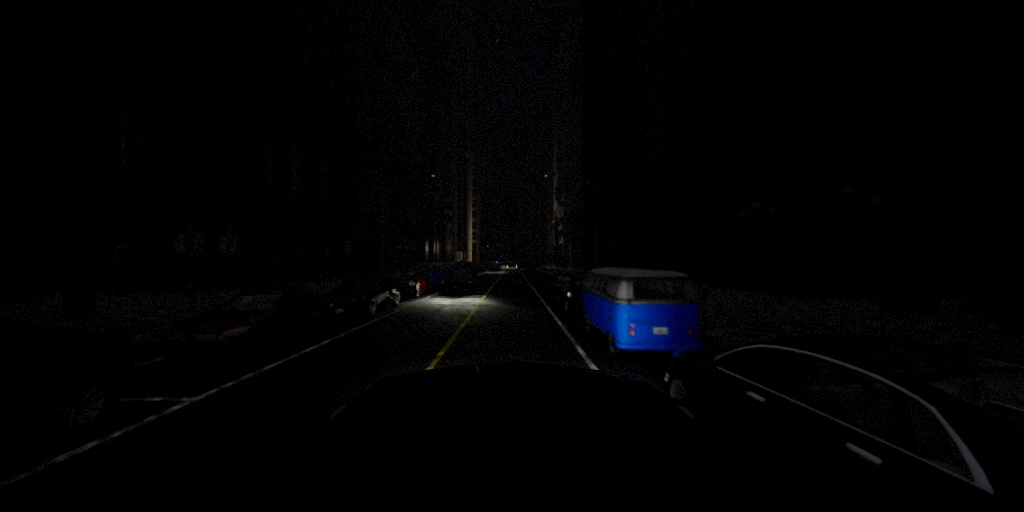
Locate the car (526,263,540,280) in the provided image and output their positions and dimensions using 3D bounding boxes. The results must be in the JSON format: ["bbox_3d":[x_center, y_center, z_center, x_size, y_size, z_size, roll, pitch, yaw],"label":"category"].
[{"bbox_3d":[2.760,1.724,36.678,1.888,1.381,4.507,0,0,0],"label":"car"}]

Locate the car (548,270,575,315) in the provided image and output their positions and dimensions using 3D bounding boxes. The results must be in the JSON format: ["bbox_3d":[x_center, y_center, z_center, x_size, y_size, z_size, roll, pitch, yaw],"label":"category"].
[{"bbox_3d":[2.761,1.450,14.135,2.007,1.370,4.403,0,0,0],"label":"car"}]

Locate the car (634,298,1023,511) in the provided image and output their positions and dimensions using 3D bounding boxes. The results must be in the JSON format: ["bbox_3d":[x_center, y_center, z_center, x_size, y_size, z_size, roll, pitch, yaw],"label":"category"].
[{"bbox_3d":[2.762,1.314,2.863,2.007,1.370,4.403,0,0,0],"label":"car"}]

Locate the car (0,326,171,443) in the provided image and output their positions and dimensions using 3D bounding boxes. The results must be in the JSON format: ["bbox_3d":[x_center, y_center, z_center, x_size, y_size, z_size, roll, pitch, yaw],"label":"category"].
[{"bbox_3d":[-5.763,1.329,2.845,1.948,1.339,4.313,0,0,0],"label":"car"}]

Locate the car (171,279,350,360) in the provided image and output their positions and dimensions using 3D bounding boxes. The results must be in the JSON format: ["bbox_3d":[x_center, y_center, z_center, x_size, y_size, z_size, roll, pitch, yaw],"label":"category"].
[{"bbox_3d":[-5.763,1.412,8.482,1.802,1.307,4.207,0,0,0],"label":"car"}]

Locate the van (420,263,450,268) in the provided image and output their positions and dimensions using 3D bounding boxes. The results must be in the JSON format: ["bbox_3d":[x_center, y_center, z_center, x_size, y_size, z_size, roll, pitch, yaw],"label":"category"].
[{"bbox_3d":[-5.764,1.378,25.390,1.690,1.789,3.998,0,0,0],"label":"van"}]

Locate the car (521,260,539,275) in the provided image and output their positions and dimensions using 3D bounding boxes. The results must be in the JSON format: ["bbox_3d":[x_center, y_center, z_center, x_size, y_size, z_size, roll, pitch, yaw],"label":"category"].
[{"bbox_3d":[2.759,1.636,47.949,2.192,1.841,5.009,0,0,0],"label":"car"}]

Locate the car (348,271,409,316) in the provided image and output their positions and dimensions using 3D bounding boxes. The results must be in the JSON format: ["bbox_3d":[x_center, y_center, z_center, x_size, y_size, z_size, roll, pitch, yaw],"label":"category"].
[{"bbox_3d":[-5.764,1.464,14.118,1.948,1.339,4.313,0,0,0],"label":"car"}]

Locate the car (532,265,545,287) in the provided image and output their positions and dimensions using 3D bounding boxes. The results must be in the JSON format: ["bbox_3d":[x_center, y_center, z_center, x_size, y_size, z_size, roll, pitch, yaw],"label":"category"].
[{"bbox_3d":[2.761,1.588,25.406,2.007,1.370,4.403,0,0,0],"label":"car"}]

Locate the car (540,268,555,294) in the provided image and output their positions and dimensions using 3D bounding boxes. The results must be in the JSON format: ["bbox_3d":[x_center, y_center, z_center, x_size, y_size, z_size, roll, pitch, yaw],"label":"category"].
[{"bbox_3d":[2.761,1.550,19.771,1.802,1.307,4.207,0,0,0],"label":"car"}]

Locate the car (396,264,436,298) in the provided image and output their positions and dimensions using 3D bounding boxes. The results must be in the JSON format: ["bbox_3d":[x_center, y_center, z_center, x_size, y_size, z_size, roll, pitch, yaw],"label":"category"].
[{"bbox_3d":[-5.764,1.407,19.754,1.967,1.591,4.097,0,0,0],"label":"car"}]

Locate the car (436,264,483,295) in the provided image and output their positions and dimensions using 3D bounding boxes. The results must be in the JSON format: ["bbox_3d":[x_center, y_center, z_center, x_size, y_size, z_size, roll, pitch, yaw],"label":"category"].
[{"bbox_3d":[-3.101,1.476,22.266,1.882,1.535,5.008,0,-1,0],"label":"car"}]

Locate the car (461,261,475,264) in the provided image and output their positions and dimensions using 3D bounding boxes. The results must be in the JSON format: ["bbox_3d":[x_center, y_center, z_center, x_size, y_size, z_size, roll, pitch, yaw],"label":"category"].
[{"bbox_3d":[-5.766,1.564,42.298,2.192,1.841,5.009,0,0,0],"label":"car"}]

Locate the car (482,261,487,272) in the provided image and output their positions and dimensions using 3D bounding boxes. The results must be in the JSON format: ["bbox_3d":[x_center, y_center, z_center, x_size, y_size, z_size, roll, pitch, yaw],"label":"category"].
[{"bbox_3d":[-5.767,2.086,64.842,1.888,1.381,4.507,0,0,0],"label":"car"}]

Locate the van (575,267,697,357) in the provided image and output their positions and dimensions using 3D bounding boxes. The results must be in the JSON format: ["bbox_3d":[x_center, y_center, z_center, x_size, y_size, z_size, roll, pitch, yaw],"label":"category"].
[{"bbox_3d":[2.762,1.172,8.499,1.690,1.789,3.998,0,0,0],"label":"van"}]

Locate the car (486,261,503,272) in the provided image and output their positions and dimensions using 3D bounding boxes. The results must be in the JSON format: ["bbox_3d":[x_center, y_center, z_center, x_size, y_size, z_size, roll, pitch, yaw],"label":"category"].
[{"bbox_3d":[-3.026,2.013,64.456,1.882,1.535,5.008,0,-1,1],"label":"car"}]

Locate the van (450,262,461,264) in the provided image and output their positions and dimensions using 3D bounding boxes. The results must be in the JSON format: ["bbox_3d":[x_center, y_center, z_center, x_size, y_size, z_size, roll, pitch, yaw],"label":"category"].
[{"bbox_3d":[-5.765,1.448,31.026,1.690,1.789,3.998,0,0,0],"label":"van"}]
